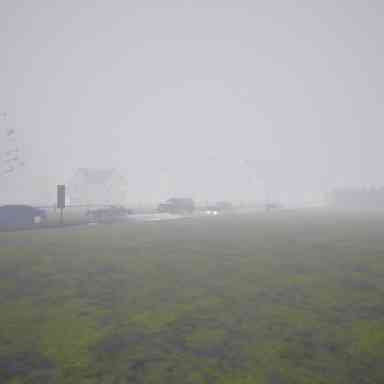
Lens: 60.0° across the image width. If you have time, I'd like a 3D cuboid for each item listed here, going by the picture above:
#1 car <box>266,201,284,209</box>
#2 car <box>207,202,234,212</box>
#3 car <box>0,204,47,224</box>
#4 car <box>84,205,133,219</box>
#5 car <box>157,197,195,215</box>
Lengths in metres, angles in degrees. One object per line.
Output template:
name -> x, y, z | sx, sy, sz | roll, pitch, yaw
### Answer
car -> 15.094, 2.385, 60.251 | 1.994, 1.385, 4.181 | 1, 0, 35
car -> 4.382, 2.153, 50.202 | 2.033, 1.411, 5.357 | 1, 0, 36
car -> -13.536, 1.668, 25.116 | 1.882, 1.535, 5.008 | 1, 0, 35
car -> -8.133, 1.920, 32.709 | 1.895, 1.301, 4.718 | 1, 0, 36
car -> -1.902, 1.686, 41.431 | 2.150, 2.045, 5.566 | 1, 0, 37
